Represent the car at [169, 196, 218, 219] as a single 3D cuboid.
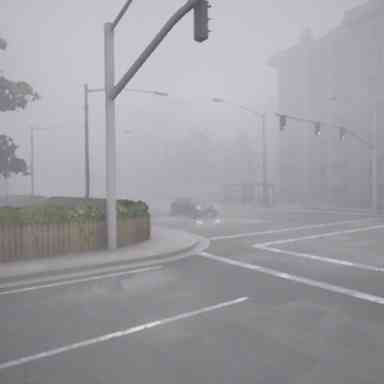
[{"bbox_3d":[0.074,1.138,26.651,2.097,1.767,4.553,-1,1,-35],"label":"car"}]
